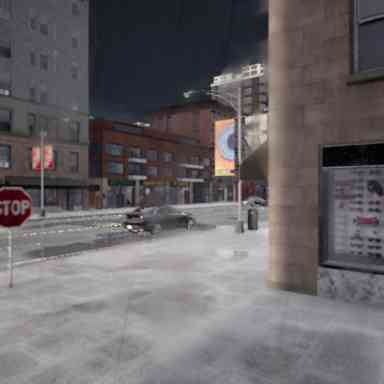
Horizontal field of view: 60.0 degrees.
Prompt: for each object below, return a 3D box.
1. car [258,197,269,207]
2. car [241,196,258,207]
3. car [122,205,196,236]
[{"bbox_3d":[11.767,1.489,48.442,1.994,1.385,4.181,0,0,36],"label":"car"},{"bbox_3d":[9.126,1.412,50.335,2.128,1.511,4.902,0,0,36],"label":"car"},{"bbox_3d":[-1.688,1.487,18.521,1.837,1.490,4.892,0,0,36],"label":"car"}]
